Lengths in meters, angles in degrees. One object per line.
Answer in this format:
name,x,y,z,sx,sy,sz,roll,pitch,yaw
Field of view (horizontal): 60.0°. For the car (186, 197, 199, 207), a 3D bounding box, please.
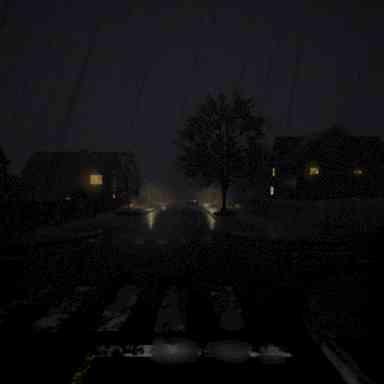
car,0.046,1.555,53.660,2.128,1.511,4.902,0,0,0
